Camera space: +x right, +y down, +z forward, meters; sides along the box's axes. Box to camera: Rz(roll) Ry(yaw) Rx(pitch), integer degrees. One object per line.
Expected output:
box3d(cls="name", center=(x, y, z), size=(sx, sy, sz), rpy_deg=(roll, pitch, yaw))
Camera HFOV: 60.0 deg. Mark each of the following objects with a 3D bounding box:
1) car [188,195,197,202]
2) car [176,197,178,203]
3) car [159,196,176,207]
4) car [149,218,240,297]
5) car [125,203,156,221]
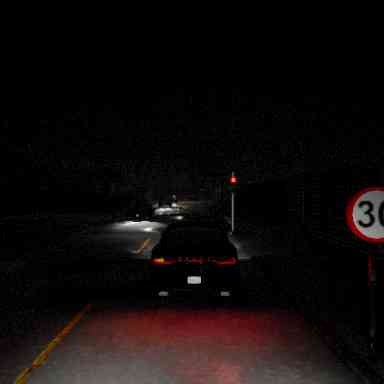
box3d(cls="car", center=(0.135, 1.339, 71.405), size=(1.812, 1.442, 4.674), rpy_deg=(0, 0, 0))
box3d(cls="car", center=(-3.906, 1.492, 66.297), size=(2.128, 1.511, 4.902), rpy_deg=(0, 0, 1))
box3d(cls="car", center=(-3.999, 1.491, 50.948), size=(2.128, 1.511, 4.902), rpy_deg=(0, 0, 0))
box3d(cls="car", center=(0.068, 1.478, 8.629), size=(1.882, 1.535, 5.008), rpy_deg=(0, 0, 1))
box3d(cls="car", center=(-4.050, 1.564, 26.734), size=(1.994, 1.385, 4.181), rpy_deg=(0, 0, 0))
